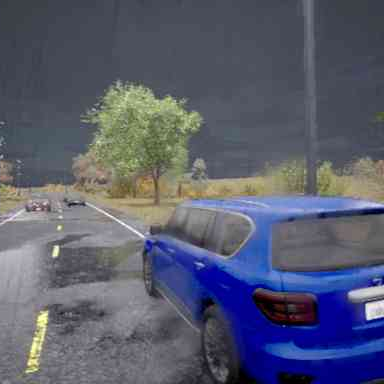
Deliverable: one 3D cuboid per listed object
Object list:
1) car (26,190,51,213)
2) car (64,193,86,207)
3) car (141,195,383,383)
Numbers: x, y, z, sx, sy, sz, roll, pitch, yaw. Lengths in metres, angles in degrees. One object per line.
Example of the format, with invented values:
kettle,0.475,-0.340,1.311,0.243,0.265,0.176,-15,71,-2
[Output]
car,-14.988,0.986,32.627,2.097,1.767,4.553,-2,1,-22
car,-13.742,1.003,39.354,1.994,1.385,4.181,-2,2,-22
car,0.692,1.069,5.380,2.150,2.045,5.566,-2,1,-20
